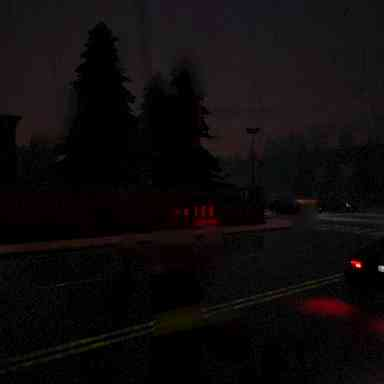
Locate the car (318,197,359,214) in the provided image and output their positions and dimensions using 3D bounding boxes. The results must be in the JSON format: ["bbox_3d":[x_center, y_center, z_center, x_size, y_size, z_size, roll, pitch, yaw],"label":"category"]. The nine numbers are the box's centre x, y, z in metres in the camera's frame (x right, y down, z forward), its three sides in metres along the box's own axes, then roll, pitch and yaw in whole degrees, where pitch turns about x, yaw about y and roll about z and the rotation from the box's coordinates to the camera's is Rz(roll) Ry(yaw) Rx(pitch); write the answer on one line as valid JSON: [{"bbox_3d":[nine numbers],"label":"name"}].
[{"bbox_3d":[15.335,1.352,35.505,2.097,1.767,4.553,0,0,-35],"label":"car"}]

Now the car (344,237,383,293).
[{"bbox_3d":[5.788,1.547,7.900,5.357,1.411,2.033,0,0,-35],"label":"car"}]

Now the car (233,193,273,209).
[{"bbox_3d":[8.267,1.224,45.545,2.150,2.045,5.566,0,0,-35],"label":"car"}]

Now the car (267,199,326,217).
[{"bbox_3d":[9.732,1.601,31.300,1.895,1.301,4.718,0,0,-35],"label":"car"}]

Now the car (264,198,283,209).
[{"bbox_3d":[10.545,1.478,36.224,1.882,1.535,5.008,0,0,-35],"label":"car"}]
